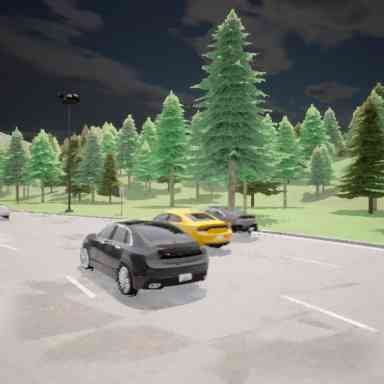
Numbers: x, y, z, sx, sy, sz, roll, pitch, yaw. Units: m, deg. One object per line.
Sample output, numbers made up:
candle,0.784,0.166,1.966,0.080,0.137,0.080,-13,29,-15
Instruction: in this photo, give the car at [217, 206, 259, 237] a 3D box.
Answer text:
car,1.170,1.491,17.181,2.128,1.511,4.902,0,0,-41

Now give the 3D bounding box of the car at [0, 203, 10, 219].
car,-16.966,1.525,27.820,4.674,1.442,1.812,0,0,37

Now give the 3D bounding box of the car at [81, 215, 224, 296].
car,-1.490,1.505,8.845,1.837,1.490,4.892,1,0,-34

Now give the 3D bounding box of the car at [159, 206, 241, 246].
car,-0.537,1.477,13.850,1.882,1.535,5.008,0,0,-38
